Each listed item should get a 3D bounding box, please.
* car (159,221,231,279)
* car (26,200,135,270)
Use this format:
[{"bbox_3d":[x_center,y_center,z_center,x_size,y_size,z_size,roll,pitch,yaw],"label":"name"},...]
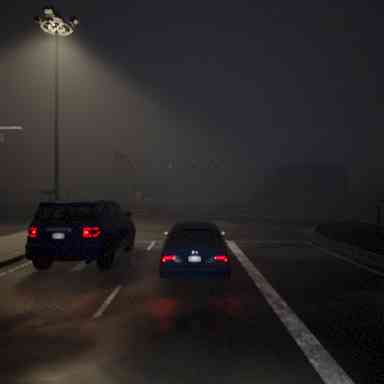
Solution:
[{"bbox_3d":[0.077,1.592,10.130,2.033,1.411,5.357,0,0,0],"label":"car"},{"bbox_3d":[-3.422,1.266,11.304,2.150,2.045,5.566,0,-1,1],"label":"car"}]
